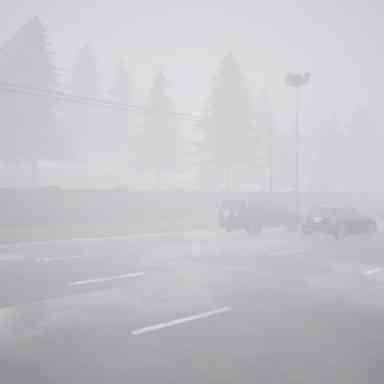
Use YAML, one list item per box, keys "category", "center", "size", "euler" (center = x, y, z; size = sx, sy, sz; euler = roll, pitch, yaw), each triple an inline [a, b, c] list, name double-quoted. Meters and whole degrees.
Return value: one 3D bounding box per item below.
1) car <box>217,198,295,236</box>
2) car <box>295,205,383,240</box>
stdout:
- category: "car"
  center: [4.047, 1.358, 19.612]
  size: [5.566, 2.045, 2.150]
  euler: [0, 0, -35]
- category: "car"
  center: [8.074, 1.508, 18.110]
  size: [4.553, 1.767, 2.097]
  euler: [1, 0, -36]
